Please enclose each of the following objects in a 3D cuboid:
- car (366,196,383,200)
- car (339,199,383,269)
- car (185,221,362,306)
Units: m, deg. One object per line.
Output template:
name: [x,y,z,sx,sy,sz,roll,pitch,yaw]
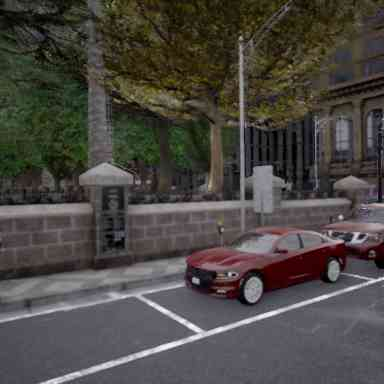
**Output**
car: [13.722,1.315,21.545,2.150,2.045,5.566,-1,1,-36]
car: [6.403,1.313,11.231,5.009,1.841,2.192,0,-1,-35]
car: [1.907,1.544,8.021,4.507,1.381,1.887,0,-1,-35]
